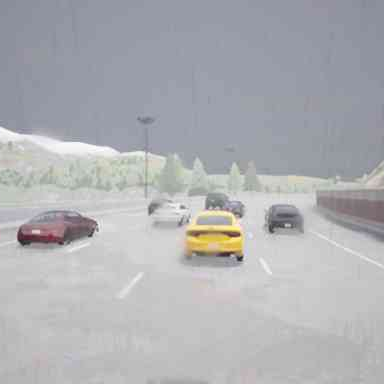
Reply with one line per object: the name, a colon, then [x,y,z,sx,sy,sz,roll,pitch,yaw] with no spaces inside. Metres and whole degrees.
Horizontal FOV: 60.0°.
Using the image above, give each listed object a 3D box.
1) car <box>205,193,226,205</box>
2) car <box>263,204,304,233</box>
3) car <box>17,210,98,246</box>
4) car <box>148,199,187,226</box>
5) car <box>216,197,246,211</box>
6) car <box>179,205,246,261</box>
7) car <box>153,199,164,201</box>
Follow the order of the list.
car: [3.186,1.127,40.742,2.150,2.045,5.566,0,0,17]
car: [5.349,1.467,19.652,1.837,1.490,4.892,0,0,9]
car: [-5.865,1.514,14.992,1.994,1.385,4.181,0,0,6]
car: [-1.268,1.467,22.519,1.812,1.442,4.674,0,0,9]
car: [3.805,1.481,30.032,2.033,1.411,5.357,0,0,13]
car: [0.854,1.449,12.299,1.882,1.535,5.008,0,0,5]
car: [-2.775,1.419,32.343,1.837,1.490,4.892,0,0,13]
